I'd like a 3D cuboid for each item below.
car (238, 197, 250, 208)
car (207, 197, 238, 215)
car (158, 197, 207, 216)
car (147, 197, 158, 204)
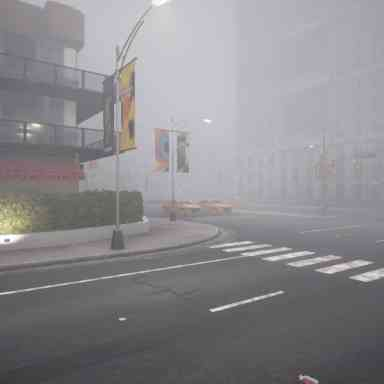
[{"bbox_3d":[6.258,1.478,48.604,1.882,1.535,5.008,0,0,-35],"label":"car"},{"bbox_3d":[2.066,1.478,34.285,1.882,1.535,5.008,0,0,-35],"label":"car"},{"bbox_3d":[-1.062,1.478,32.648,1.882,1.535,5.008,0,0,-35],"label":"car"},{"bbox_3d":[-6.163,1.601,59.267,4.718,1.301,1.895,0,0,42],"label":"car"}]
